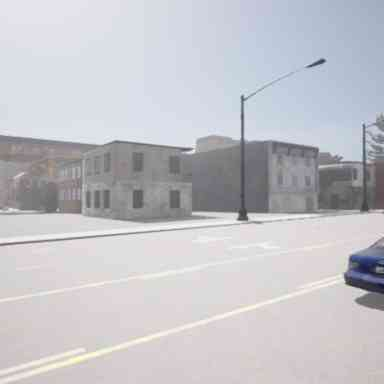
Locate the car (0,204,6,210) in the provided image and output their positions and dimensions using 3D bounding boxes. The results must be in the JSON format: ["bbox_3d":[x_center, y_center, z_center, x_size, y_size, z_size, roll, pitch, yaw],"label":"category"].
[{"bbox_3d":[-44.147,3.379,75.219,2.038,1.542,4.974,0,-1,-6],"label":"car"}]

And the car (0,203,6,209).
[{"bbox_3d":[-44.153,3.223,75.274,1.853,1.218,4.536,0,-1,-6],"label":"car"}]

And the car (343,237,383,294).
[{"bbox_3d":[5.800,1.576,8.019,5.357,1.411,2.033,0,-1,-36],"label":"car"}]
